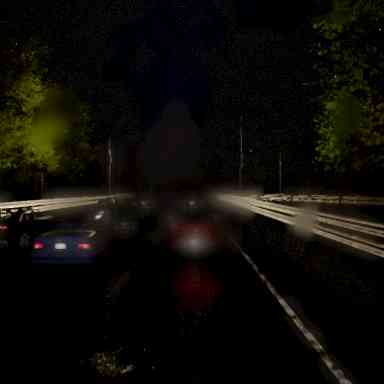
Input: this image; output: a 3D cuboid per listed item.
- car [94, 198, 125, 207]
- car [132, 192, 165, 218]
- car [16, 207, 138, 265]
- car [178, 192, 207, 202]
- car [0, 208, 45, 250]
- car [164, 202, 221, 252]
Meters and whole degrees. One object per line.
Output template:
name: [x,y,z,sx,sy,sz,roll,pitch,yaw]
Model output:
car: [-6.967,1.270,28.397,1.837,1.490,4.892,0,1,0]
car: [-3.464,0.997,27.197,2.150,2.045,5.566,0,1,0]
car: [-3.417,1.450,11.222,2.033,1.411,5.357,0,1,1]
car: [0.035,0.996,27.269,2.150,2.045,5.566,0,1,0]
car: [-6.896,1.376,13.350,2.128,1.511,4.902,0,1,0]
car: [0.103,1.391,13.357,1.837,1.490,4.892,0,1,0]
